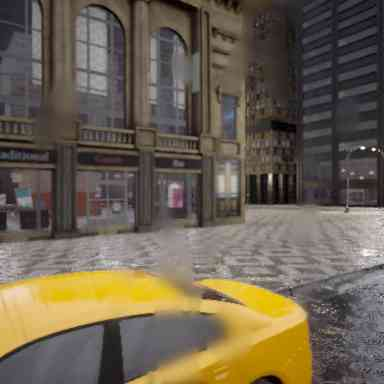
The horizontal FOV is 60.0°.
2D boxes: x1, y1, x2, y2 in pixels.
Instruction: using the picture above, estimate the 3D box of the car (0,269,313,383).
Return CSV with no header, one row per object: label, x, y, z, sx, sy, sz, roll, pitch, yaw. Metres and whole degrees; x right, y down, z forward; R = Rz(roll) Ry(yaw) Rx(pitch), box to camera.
car,-1.163,1.477,2.544,5.008,1.535,1.882,0,0,-35
